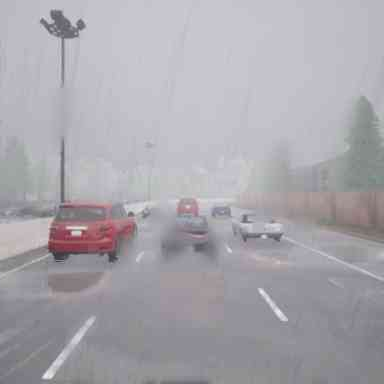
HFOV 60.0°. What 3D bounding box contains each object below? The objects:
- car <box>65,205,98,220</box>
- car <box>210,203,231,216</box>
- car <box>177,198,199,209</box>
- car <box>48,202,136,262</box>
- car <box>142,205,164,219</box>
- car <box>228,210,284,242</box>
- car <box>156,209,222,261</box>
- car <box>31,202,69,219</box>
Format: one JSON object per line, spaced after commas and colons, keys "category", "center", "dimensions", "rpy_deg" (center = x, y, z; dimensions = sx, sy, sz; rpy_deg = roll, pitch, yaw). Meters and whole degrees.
{"category": "car", "center": [-11.115, 2.011, 33.845], "dimensions": [1.895, 1.301, 4.718], "rpy_deg": [0, -1, -1]}
{"category": "car", "center": [3.048, 1.904, 36.025], "dimensions": [1.882, 1.535, 5.008], "rpy_deg": [0, -1, -1]}
{"category": "car", "center": [-0.434, 1.638, 34.899], "dimensions": [2.150, 2.045, 5.566], "rpy_deg": [0, -1, -1]}
{"category": "car", "center": [-3.612, 1.382, 12.988], "dimensions": [2.150, 2.045, 5.566], "rpy_deg": [0, 0, -1]}
{"category": "car", "center": [-3.928, 2.013, 34.433], "dimensions": [1.895, 1.301, 4.718], "rpy_deg": [0, -1, -1]}
{"category": "car", "center": [3.335, 1.811, 17.747], "dimensions": [1.895, 1.301, 4.718], "rpy_deg": [0, -1, -1]}
{"category": "car", "center": [-0.103, 1.649, 12.982], "dimensions": [2.128, 1.511, 4.902], "rpy_deg": [0, 0, -1]}
{"category": "car", "center": [-14.627, 1.899, 34.641], "dimensions": [1.882, 1.535, 5.008], "rpy_deg": [0, -1, -1]}
